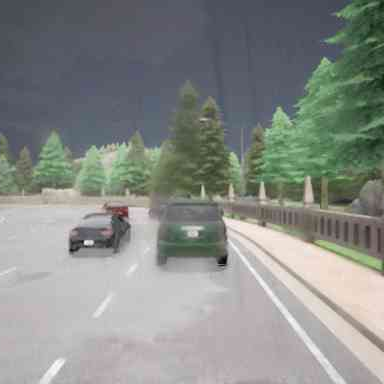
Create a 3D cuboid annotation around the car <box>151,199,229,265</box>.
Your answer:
[{"bbox_3d":[-0.019,1.241,11.831,2.150,2.045,5.566,0,0,-1],"label":"car"}]

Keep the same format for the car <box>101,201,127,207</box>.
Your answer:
[{"bbox_3d":[-6.838,1.521,29.062,1.882,1.535,5.008,0,0,-22],"label":"car"}]

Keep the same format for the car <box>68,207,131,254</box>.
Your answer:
[{"bbox_3d":[-3.620,1.546,13.580,1.812,1.442,4.674,0,0,-3],"label":"car"}]

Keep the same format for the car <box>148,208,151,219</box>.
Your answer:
[{"bbox_3d":[-2.216,1.588,26.827,2.033,1.411,5.357,0,0,-18],"label":"car"}]
